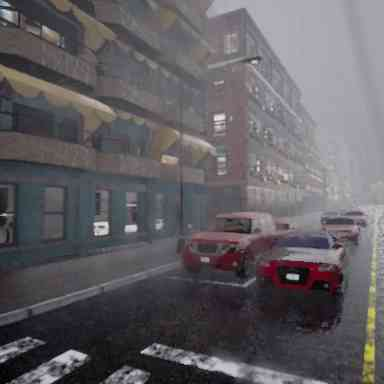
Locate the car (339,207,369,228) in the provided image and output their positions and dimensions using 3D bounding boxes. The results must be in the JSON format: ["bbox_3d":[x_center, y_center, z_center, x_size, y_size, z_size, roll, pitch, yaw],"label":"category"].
[{"bbox_3d":[14.406,2.346,29.354,1.812,1.442,4.674,-2,-3,29],"label":"car"}]

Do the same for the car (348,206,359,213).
[{"bbox_3d":[34.122,3.619,70.083,1.802,1.307,4.206,-1,-2,29],"label":"car"}]

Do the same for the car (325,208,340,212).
[{"bbox_3d":[15.154,2.624,36.024,1.947,1.339,4.313,-1,-2,29],"label":"car"}]

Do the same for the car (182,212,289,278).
[{"bbox_3d":[1.604,1.676,11.703,2.192,1.841,5.009,-1,-2,29],"label":"car"}]

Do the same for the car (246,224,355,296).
[{"bbox_3d":[3.276,1.814,9.403,1.994,1.385,4.181,-2,-2,29],"label":"car"}]

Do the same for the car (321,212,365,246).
[{"bbox_3d":[8.197,2.028,18.236,1.812,1.442,4.674,-2,-2,29],"label":"car"}]

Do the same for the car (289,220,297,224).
[{"bbox_3d":[4.314,2.045,16.562,1.887,1.381,4.507,-1,-2,29],"label":"car"}]

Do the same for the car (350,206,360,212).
[{"bbox_3d":[36.832,3.759,74.949,1.802,1.307,4.206,-1,-2,29],"label":"car"}]
